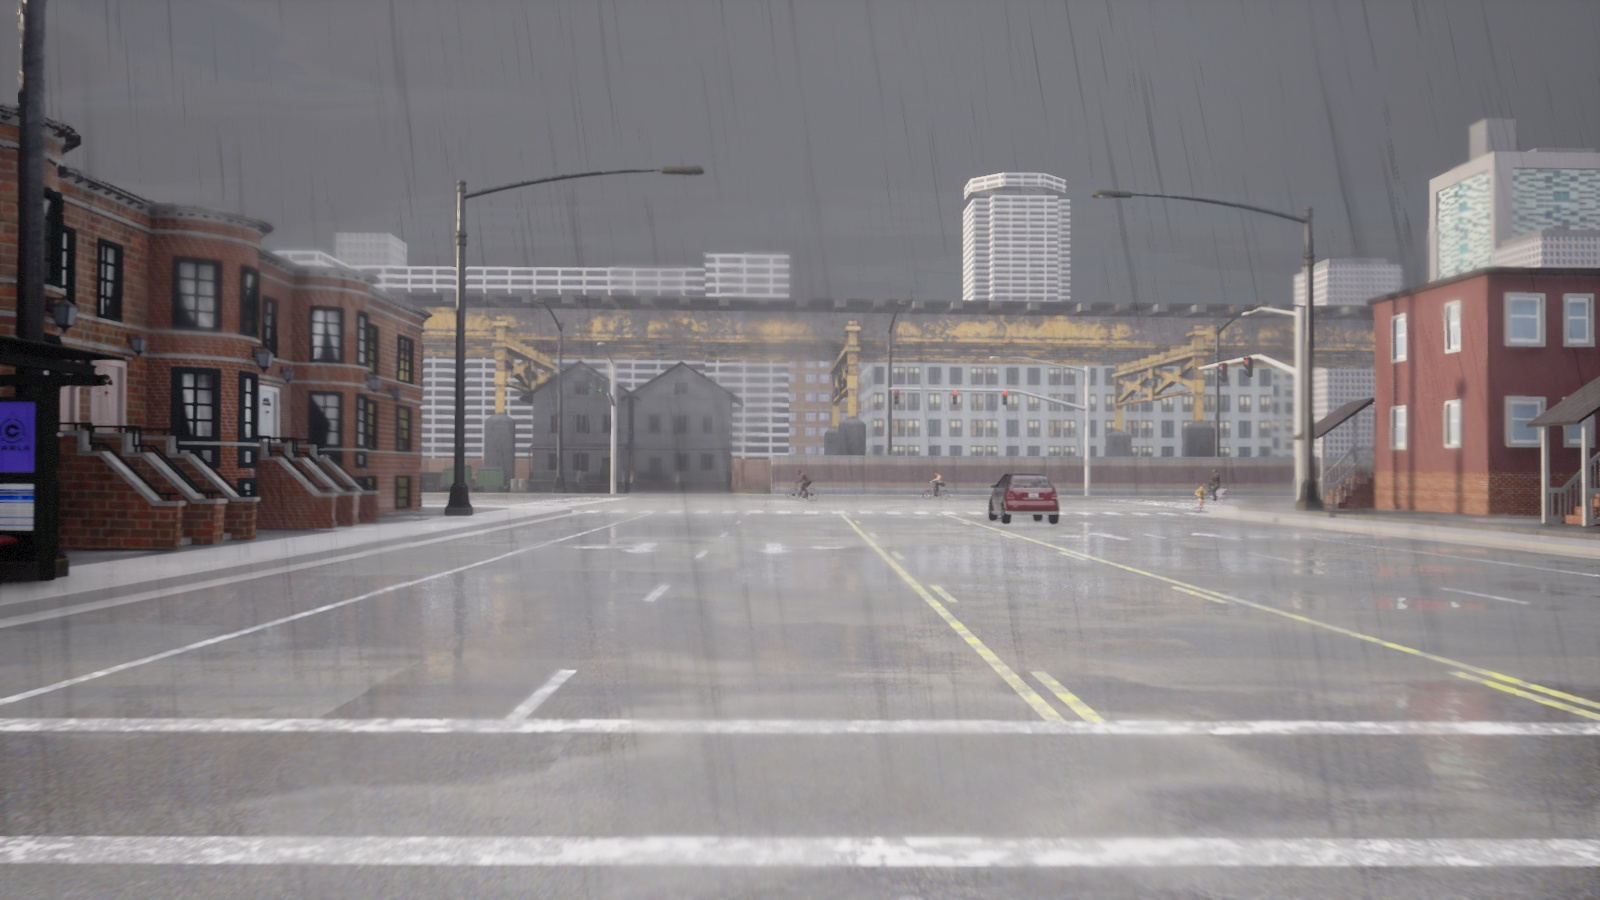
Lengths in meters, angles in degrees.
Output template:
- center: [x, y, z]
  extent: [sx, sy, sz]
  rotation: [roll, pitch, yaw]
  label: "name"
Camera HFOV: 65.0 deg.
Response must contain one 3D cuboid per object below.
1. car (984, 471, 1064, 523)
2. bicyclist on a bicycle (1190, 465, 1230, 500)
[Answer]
- center: [6.905, 1.419, 39.019]
  extent: [1.789, 1.549, 3.705]
  rotation: [0, -1, 0]
  label: "car"
- center: [21.350, 1.695, 65.453]
  extent: [1.843, 1.776, 0.659]
  rotation: [0, -1, 0]
  label: "bicyclist on a bicycle"
